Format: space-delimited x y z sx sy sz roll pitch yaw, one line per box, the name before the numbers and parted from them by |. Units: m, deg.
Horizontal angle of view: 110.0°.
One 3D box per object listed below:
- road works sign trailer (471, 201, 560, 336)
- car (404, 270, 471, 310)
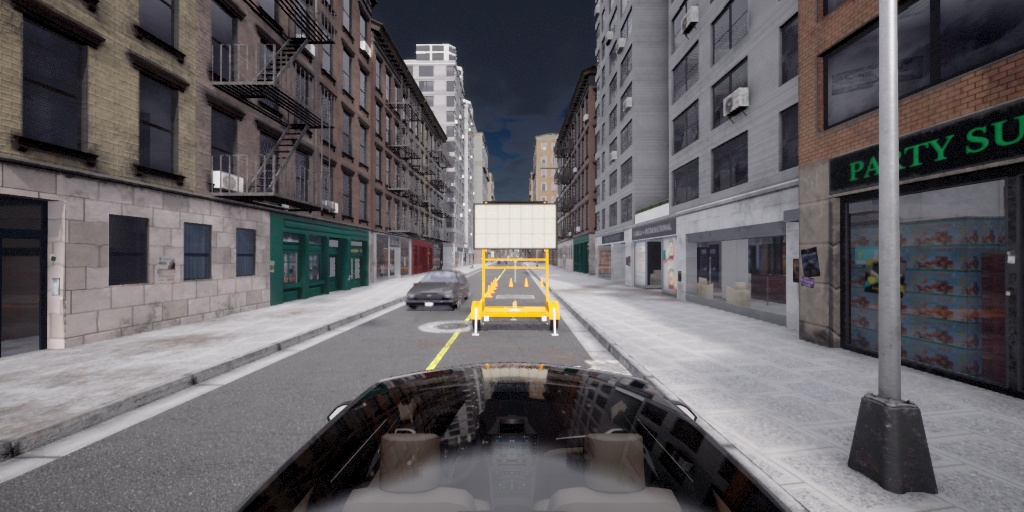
road works sign trailer | 0.097 0.214 10.428 2.380 3.560 2.880 0 0 1
car | -2.866 1.296 15.103 2.033 1.411 5.357 0 0 1
